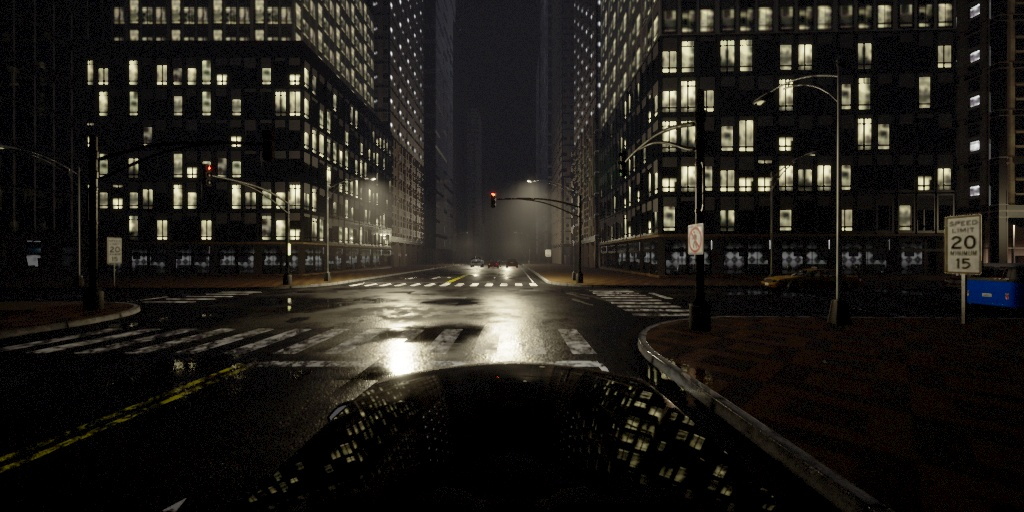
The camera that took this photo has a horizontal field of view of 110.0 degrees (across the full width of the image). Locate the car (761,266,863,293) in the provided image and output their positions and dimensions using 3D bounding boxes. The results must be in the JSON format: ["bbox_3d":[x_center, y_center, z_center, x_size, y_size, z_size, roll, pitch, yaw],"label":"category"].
[{"bbox_3d":[17.089,1.293,20.574,4.829,1.417,1.751,0,0,2],"label":"car"}]

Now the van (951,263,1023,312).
[{"bbox_3d":[18.359,1.119,12.402,3.998,1.789,1.690,0,0,2],"label":"van"}]

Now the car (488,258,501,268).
[{"bbox_3d":[-3.245,1.460,63.190,1.895,1.301,4.718,0,0,0],"label":"car"}]

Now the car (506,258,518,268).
[{"bbox_3d":[0.005,1.212,63.546,2.097,1.767,4.553,0,0,0],"label":"car"}]

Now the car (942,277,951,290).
[{"bbox_3d":[26.923,1.356,20.089,4.207,1.307,1.802,0,0,2],"label":"car"}]
